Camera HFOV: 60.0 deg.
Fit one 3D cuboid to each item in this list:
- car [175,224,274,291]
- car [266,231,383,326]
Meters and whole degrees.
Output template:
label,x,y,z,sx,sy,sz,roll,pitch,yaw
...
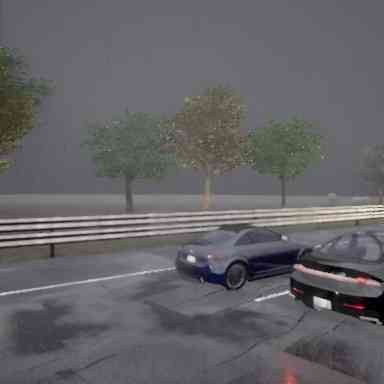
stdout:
label,x,y,z,sx,sy,sz,roll,pitch,yaw
car,1.618,1.599,9.194,4.181,1.385,1.994,0,0,-35
car,4.009,1.529,6.603,4.902,1.511,2.128,0,0,-35
